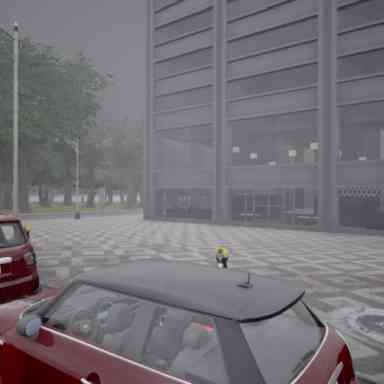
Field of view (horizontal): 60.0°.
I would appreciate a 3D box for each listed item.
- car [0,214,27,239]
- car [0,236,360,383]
[{"bbox_3d":[-5.043,1.311,6.552,5.009,1.841,2.192,0,0,35],"label":"car"},{"bbox_3d":[-0.613,1.439,3.398,4.097,1.590,1.967,0,0,35],"label":"car"}]
